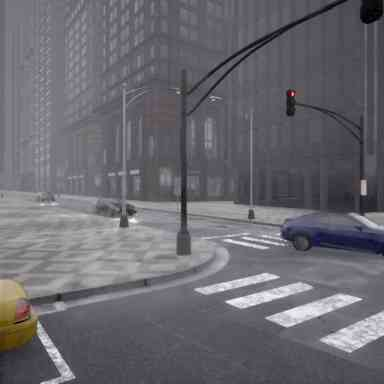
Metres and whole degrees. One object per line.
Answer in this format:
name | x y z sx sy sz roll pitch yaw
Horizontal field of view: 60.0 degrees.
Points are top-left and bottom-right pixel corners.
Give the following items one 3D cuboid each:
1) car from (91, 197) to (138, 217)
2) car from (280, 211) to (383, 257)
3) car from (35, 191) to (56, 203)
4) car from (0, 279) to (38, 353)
car | -6.214 1.102 26.030 2.033 1.411 5.357 0 1 -36
car | 5.480 1.429 11.766 4.674 1.442 1.812 2 1 38
car | -19.800 0.652 44.911 1.837 1.490 4.892 0 1 -35
car | -4.347 1.525 3.543 4.829 1.417 1.752 0 0 -36
